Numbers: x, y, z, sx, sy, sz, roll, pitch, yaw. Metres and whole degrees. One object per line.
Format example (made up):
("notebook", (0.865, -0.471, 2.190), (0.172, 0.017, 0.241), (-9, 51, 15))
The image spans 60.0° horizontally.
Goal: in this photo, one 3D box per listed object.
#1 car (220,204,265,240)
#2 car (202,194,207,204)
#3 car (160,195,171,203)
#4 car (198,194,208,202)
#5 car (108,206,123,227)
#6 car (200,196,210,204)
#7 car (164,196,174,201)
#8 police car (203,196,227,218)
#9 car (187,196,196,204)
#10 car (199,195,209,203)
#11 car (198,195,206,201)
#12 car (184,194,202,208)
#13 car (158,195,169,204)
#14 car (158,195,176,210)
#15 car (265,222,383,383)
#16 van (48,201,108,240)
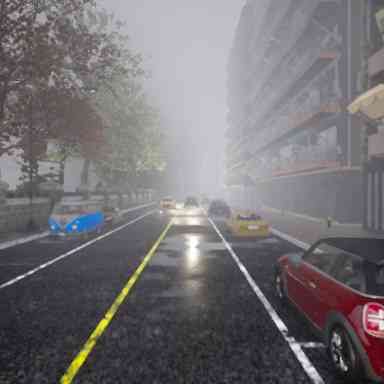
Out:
("car", (2.670, 1.523, 16.884), (1.752, 1.417, 4.829), (0, 0, 0))
("car", (2.616, 1.569, 61.757), (1.887, 1.381, 4.507), (0, 0, 0))
("car", (-5.778, 1.479, 73.006), (1.967, 1.590, 4.097), (0, 0, 0))
("car", (2.595, 1.361, 78.647), (2.192, 1.841, 5.009), (0, 0, 0))
("car", (-5.717, 1.581, 22.334), (1.802, 1.307, 4.206), (0, 0, 0))
("car", (2.609, 1.575, 67.387), (1.887, 1.381, 4.507), (0, 0, 0))
("car", (-5.791, 1.605, 84.267), (2.008, 1.369, 4.403), (0, 0, 0))
("police car", (2.330, 1.426, 30.475), (1.930, 1.638, 5.238), (0, 0, 0))
("car", (-0.077, 1.529, 65.142), (1.837, 1.490, 4.892), (0, 0, 0))
("car", (2.603, 1.478, 73.017), (1.967, 1.590, 4.097), (0, 0, 0))
("car", (2.589, 1.494, 84.278), (1.967, 1.590, 4.097), (0, 0, 0))
("car", (-0.054, 1.363, 49.245), (2.097, 1.767, 4.553), (0, 0, 0))
("car", (-5.772, 1.472, 67.377), (1.967, 1.590, 4.097), (0, 0, 0))
("car", (-3.142, 1.485, 43.214), (1.882, 1.535, 5.008), (0, 0, 0))
("car", (2.683, 1.438, 5.453), (1.967, 1.590, 4.097), (0, 0, 0))
("van", (-5.710, 1.339, 16.703), (1.690, 1.788, 3.998), (0, 0, 0))
